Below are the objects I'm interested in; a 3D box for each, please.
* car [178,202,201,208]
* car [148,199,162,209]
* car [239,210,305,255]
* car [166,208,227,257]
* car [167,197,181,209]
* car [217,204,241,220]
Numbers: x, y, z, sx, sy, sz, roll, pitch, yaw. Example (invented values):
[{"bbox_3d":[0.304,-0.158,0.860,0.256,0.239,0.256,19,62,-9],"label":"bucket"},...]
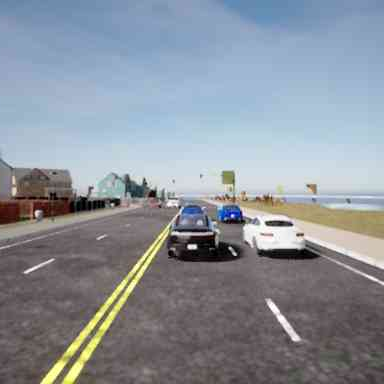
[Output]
[{"bbox_3d":[0.051,1.788,29.252,1.882,1.535,5.008,0,0,1],"label":"car"},{"bbox_3d":[-6.467,1.996,58.637,2.097,1.767,4.553,0,-1,0],"label":"car"},{"bbox_3d":[3.285,1.671,13.897,1.812,1.442,4.674,0,0,1],"label":"car"},{"bbox_3d":[0.030,1.634,13.501,2.128,1.511,4.902,0,0,0],"label":"car"},{"bbox_3d":[-3.207,1.881,59.498,2.150,2.045,5.566,0,-1,0],"label":"car"},{"bbox_3d":[3.301,1.788,29.242,1.882,1.535,5.008,0,0,1],"label":"car"}]
